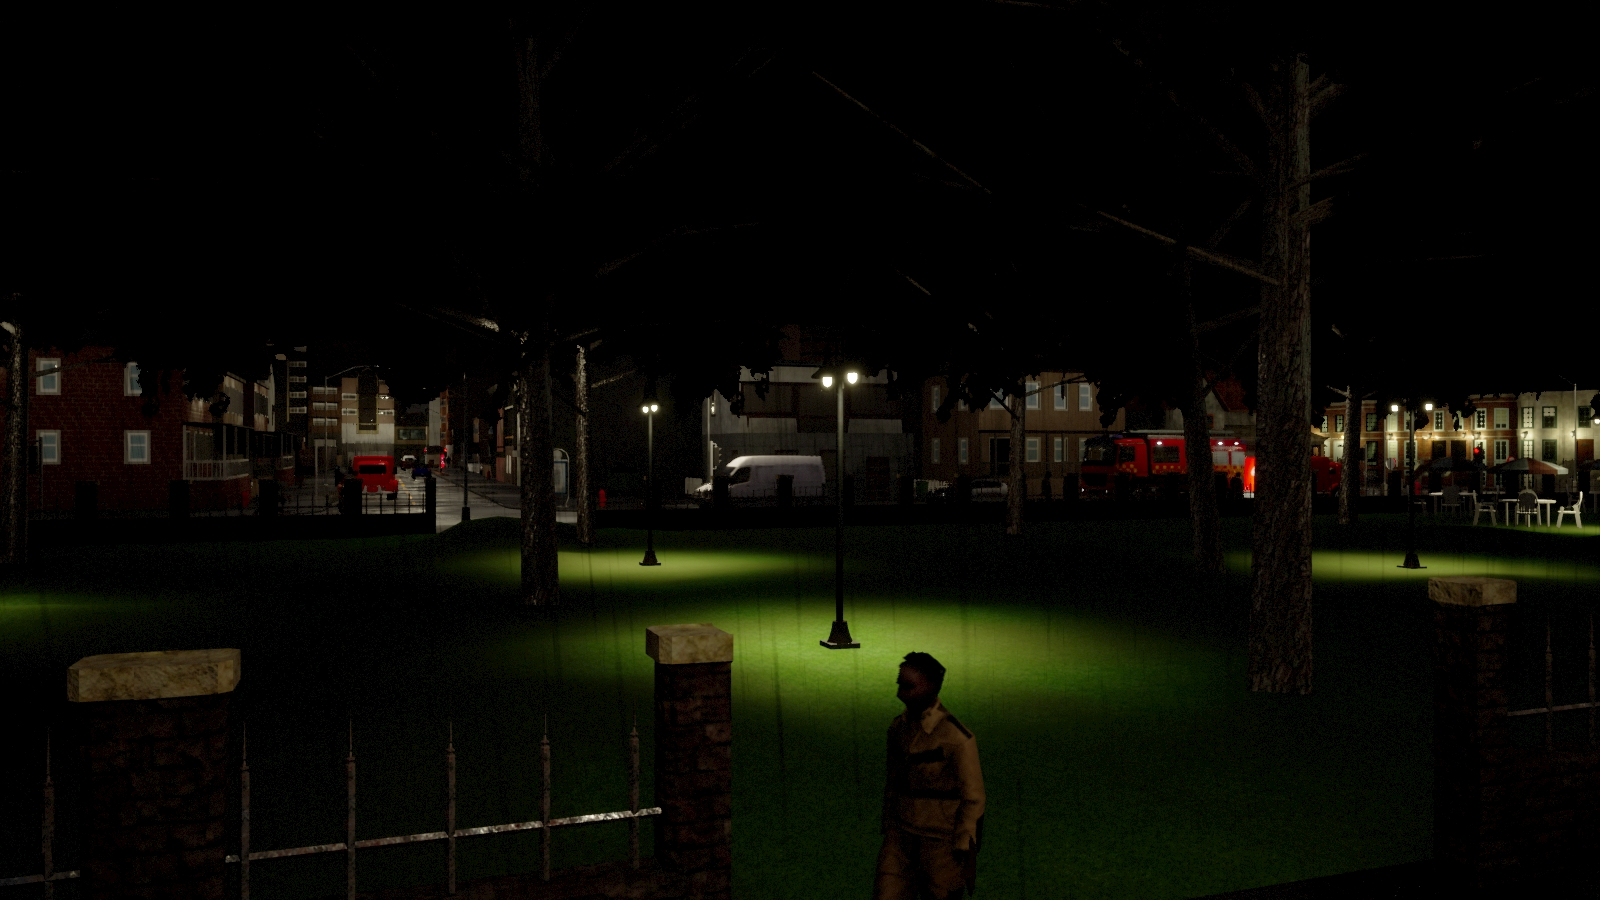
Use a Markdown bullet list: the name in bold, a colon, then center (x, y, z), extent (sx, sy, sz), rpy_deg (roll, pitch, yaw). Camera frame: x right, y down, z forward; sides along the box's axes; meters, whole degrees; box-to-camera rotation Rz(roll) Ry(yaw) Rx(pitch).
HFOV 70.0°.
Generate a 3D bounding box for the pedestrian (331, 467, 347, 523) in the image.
- **pedestrian**: center (-15.659, 1.525, 38.833), extent (0.375, 1.860, 0.375), rpy_deg (0, 0, 0)

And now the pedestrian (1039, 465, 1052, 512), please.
- **pedestrian**: center (9.819, 1.525, 45.706), extent (0.375, 1.860, 0.375), rpy_deg (0, 0, -20)

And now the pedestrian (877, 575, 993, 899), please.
- **pedestrian**: center (0.611, 1.525, 5.173), extent (0.375, 1.860, 0.375), rpy_deg (0, 0, 43)

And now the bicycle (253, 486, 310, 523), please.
- **bicycle**: center (-18.599, 1.940, 40.988), extent (1.835, 1.271, 0.329), rpy_deg (0, 0, -20)
